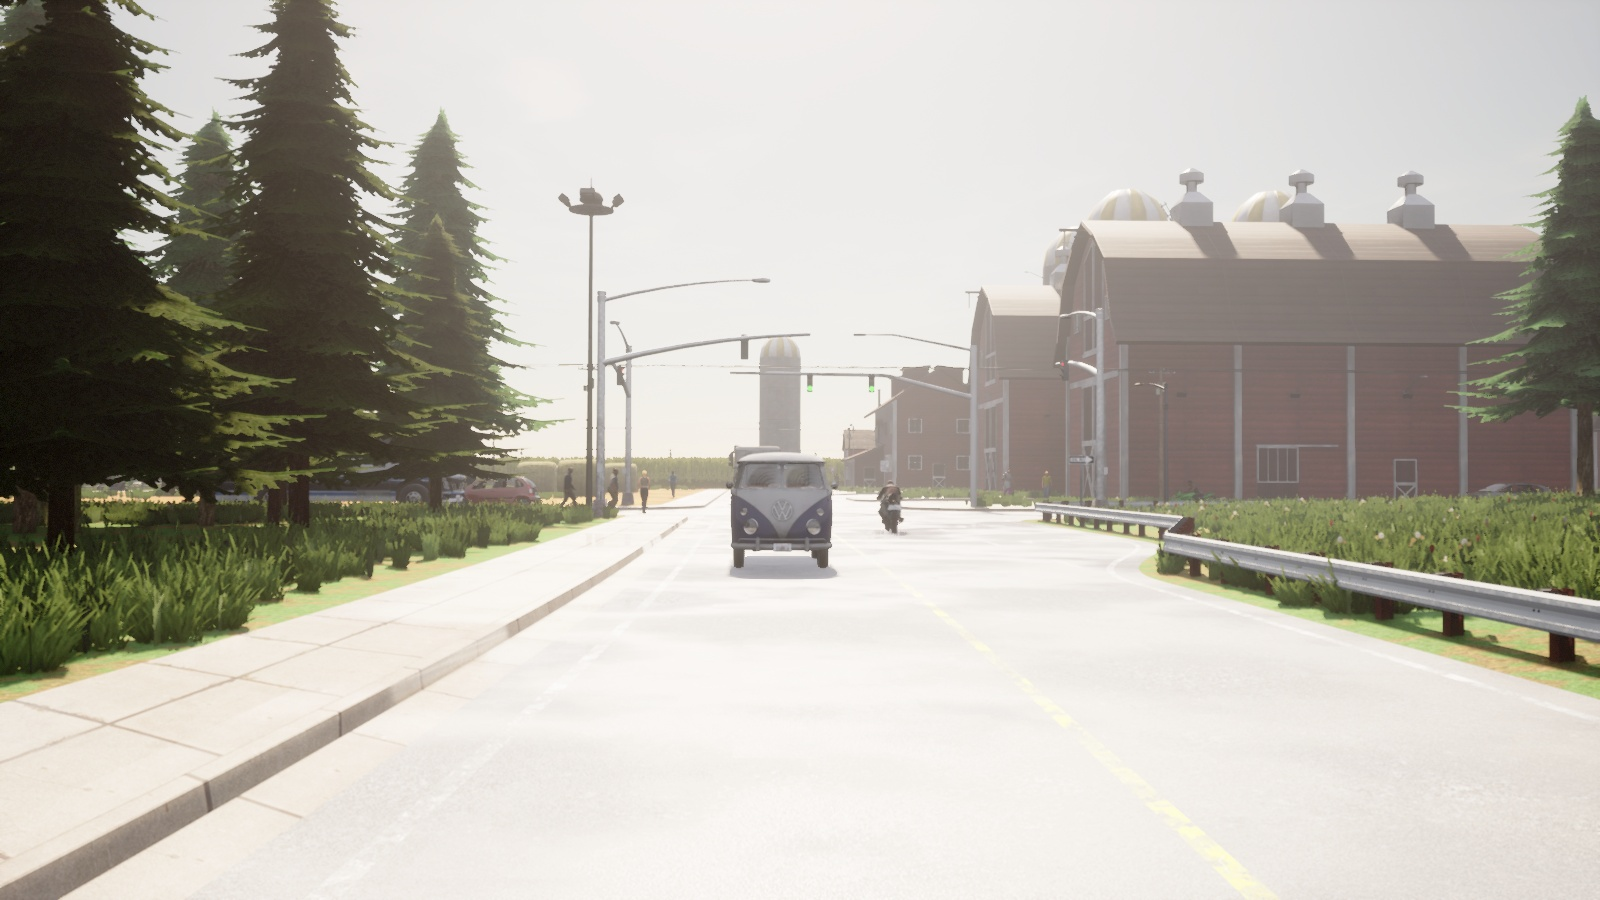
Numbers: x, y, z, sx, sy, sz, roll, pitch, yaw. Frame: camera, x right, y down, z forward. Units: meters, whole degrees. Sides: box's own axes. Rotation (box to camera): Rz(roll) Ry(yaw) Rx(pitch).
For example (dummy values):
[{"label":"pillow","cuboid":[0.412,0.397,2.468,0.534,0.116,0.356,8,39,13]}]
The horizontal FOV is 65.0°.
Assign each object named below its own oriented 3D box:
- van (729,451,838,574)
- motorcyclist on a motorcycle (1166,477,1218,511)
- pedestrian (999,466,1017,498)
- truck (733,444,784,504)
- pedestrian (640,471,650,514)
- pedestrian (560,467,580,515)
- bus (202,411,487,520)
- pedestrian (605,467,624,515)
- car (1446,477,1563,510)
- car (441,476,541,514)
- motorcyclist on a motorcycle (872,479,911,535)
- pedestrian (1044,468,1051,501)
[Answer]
[{"label":"van","cuboid":[-0.353,1.060,22.687,1.775,1.987,4.442,0,-1,-2]},{"label":"motorcyclist on a motorcycle","cuboid":[17.408,1.951,55.838,2.044,1.523,0.797,0,-1,-1]},{"label":"pedestrian","cuboid":[12.746,1.952,76.920,0.659,1.952,0.873,1,-1,-35]},{"label":"truck","cuboid":[-2.544,1.464,75.815,2.891,3.462,7.936,0,-1,-2]},{"label":"pedestrian","cuboid":[-6.566,1.794,53.197,0.345,1.836,0.594,0,-1,4]},{"label":"pedestrian","cuboid":[-8.752,1.557,47.762,0.726,1.842,0.402,0,-1,-13]},{"label":"bus","cuboid":[-18.442,0.644,51.528,10.273,4.253,3.944,0,-1,-1]},{"label":"pedestrian","cuboid":[-7.159,1.564,48.413,0.694,1.848,0.540,0,-1,-11]},{"label":"car","cuboid":[31.461,1.933,56.166,4.193,1.474,1.816,0,-1,-1]},{"label":"car","cuboid":[-13.524,1.976,55.103,3.988,1.617,1.851,0,-1,-2]},{"label":"motorcyclist on a motorcycle","cuboid":[2.610,1.616,36.086,0.866,1.530,2.191,0,-1,-2]},{"label":"pedestrian","cuboid":[13.800,1.904,70.074,0.354,1.836,0.706,0,-1,12]}]
